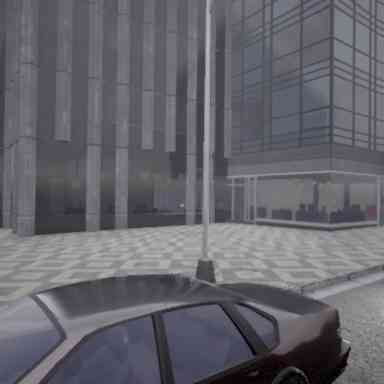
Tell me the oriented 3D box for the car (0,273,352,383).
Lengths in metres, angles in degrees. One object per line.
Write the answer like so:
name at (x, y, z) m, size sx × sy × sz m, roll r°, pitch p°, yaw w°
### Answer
car at (-0.736, 1.555, 2.873) m, size 5.357 × 1.411 × 2.033 m, roll 1°, pitch 0°, yaw -37°
